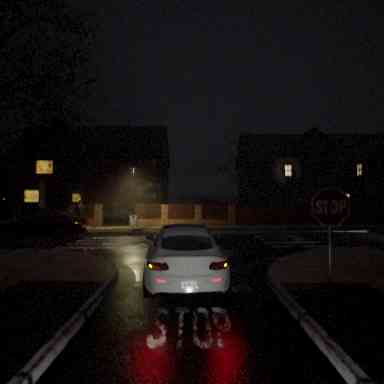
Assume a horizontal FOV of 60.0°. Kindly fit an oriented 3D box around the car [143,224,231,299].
[{"bbox_3d":[-0.195,1.525,8.360,1.812,1.442,4.674,0,0,-4],"label":"car"}]

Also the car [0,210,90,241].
[{"bbox_3d":[-7.641,1.677,17.076,4.674,1.442,1.812,-1,-1,1],"label":"car"}]

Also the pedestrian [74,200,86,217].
[{"bbox_3d":[-6.758,1.356,19.986,0.375,1.860,0.375,0,-1,1],"label":"pedestrian"}]
